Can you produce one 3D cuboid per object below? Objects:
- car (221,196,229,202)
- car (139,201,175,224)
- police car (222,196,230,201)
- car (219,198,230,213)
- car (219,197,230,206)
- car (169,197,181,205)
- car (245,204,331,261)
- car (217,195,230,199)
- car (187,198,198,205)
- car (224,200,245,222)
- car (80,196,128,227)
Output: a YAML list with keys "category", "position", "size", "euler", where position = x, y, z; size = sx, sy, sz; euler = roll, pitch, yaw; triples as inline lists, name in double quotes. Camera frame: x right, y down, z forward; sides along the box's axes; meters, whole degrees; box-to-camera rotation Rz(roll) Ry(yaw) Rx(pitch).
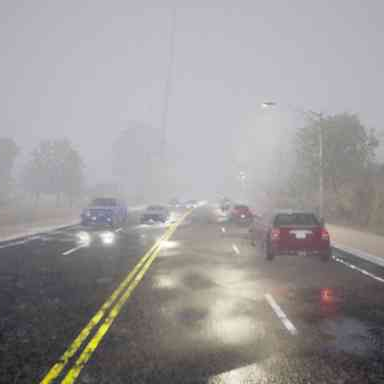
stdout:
- category: "car"
  position: [8.437, 1.812, 84.198]
  size: [1.882, 1.535, 5.008]
  euler: [0, 0, 7]
- category: "car"
  position: [-2.803, 1.680, 26.337]
  size: [2.033, 1.411, 5.357]
  euler: [0, 0, 2]
- category: "police car"
  position: [9.845, 1.860, 95.033]
  size: [2.038, 1.542, 4.974]
  euler: [0, 0, 8]
- category: "car"
  position: [4.492, 1.796, 40.716]
  size: [1.895, 1.301, 4.718]
  euler: [0, 0, 3]
- category: "car"
  position: [6.127, 1.705, 62.473]
  size: [2.033, 1.649, 4.856]
  euler: [0, 0, 5]
- category: "car"
  position: [-3.400, 1.760, 65.438]
  size: [1.882, 1.535, 5.008]
  euler: [0, 0, 6]
- category: "car"
  position: [3.512, 1.424, 12.762]
  size: [2.097, 1.767, 4.553]
  euler: [0, 0, 1]
- category: "car"
  position: [5.224, 1.668, 51.586]
  size: [2.033, 1.649, 4.856]
  euler: [0, 0, 4]
- category: "car"
  position: [0.101, 1.877, 67.771]
  size: [1.895, 1.301, 4.718]
  euler: [0, 0, 5]
- category: "car"
  position: [3.957, 1.667, 27.579]
  size: [1.812, 1.442, 4.674]
  euler: [0, 0, 2]
- category: "car"
  position: [-6.143, 1.341, 23.973]
  size: [2.150, 2.045, 5.566]
  euler: [0, 0, 2]
